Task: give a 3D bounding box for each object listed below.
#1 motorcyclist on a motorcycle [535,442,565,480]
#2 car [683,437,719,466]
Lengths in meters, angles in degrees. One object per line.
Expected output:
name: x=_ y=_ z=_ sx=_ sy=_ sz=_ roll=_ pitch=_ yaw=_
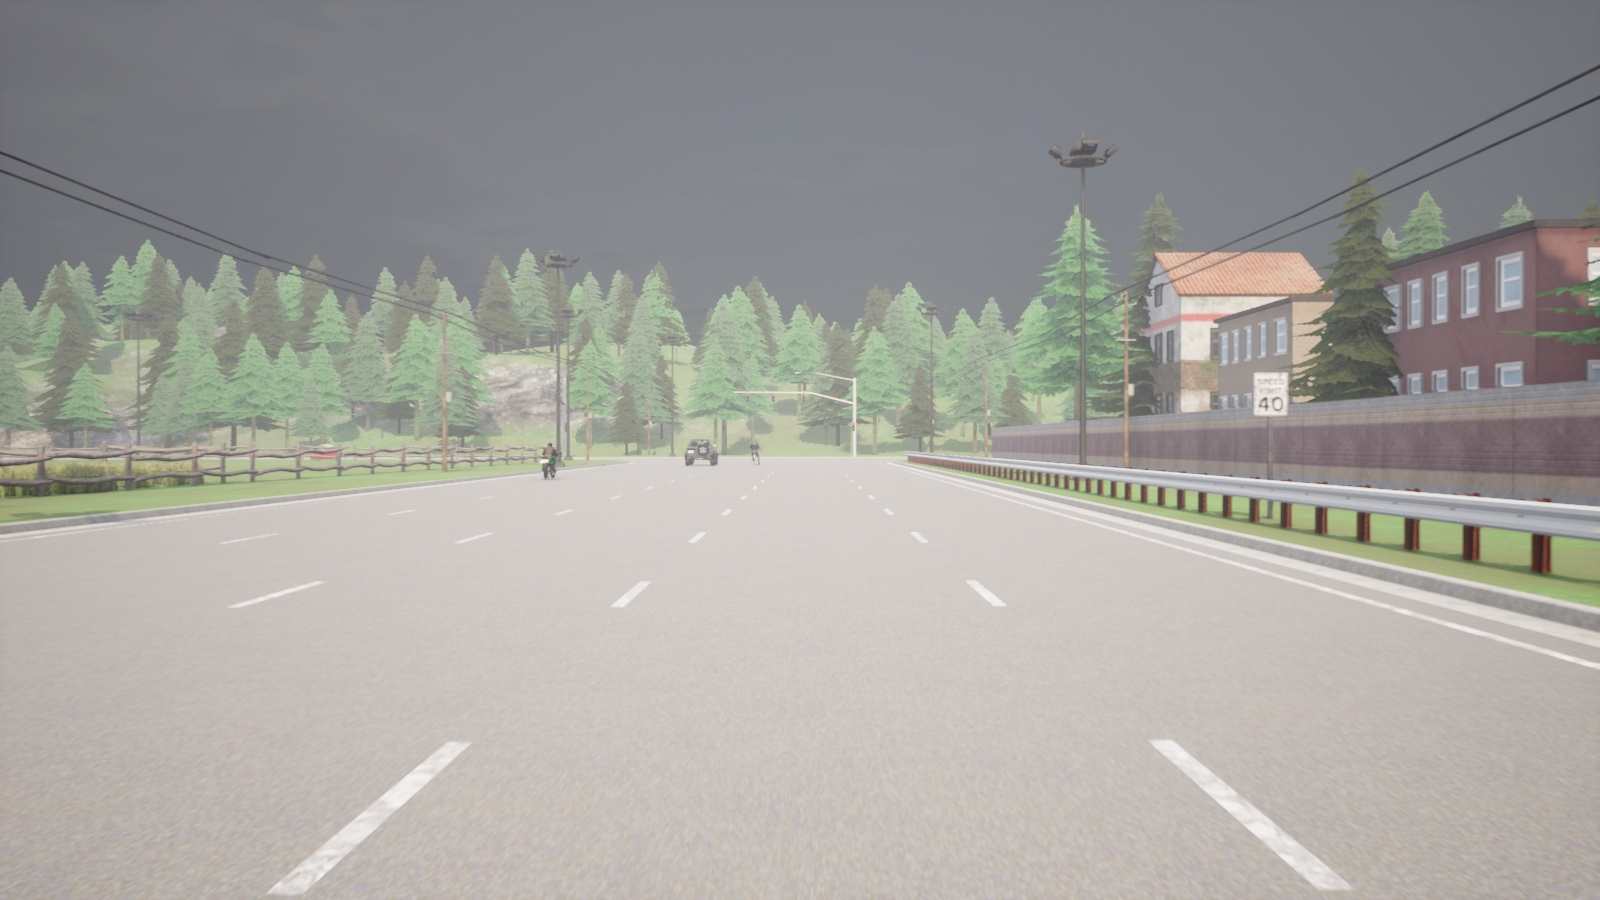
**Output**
motorcyclist on a motorcycle: x=-10.193 y=0.432 z=51.205 sx=0.797 sy=1.523 sz=2.044 roll=0 pitch=0 yaw=0
car: x=-6.509 y=0.089 z=82.996 sx=1.932 sy=1.855 sz=4.605 roll=0 pitch=0 yaw=0
